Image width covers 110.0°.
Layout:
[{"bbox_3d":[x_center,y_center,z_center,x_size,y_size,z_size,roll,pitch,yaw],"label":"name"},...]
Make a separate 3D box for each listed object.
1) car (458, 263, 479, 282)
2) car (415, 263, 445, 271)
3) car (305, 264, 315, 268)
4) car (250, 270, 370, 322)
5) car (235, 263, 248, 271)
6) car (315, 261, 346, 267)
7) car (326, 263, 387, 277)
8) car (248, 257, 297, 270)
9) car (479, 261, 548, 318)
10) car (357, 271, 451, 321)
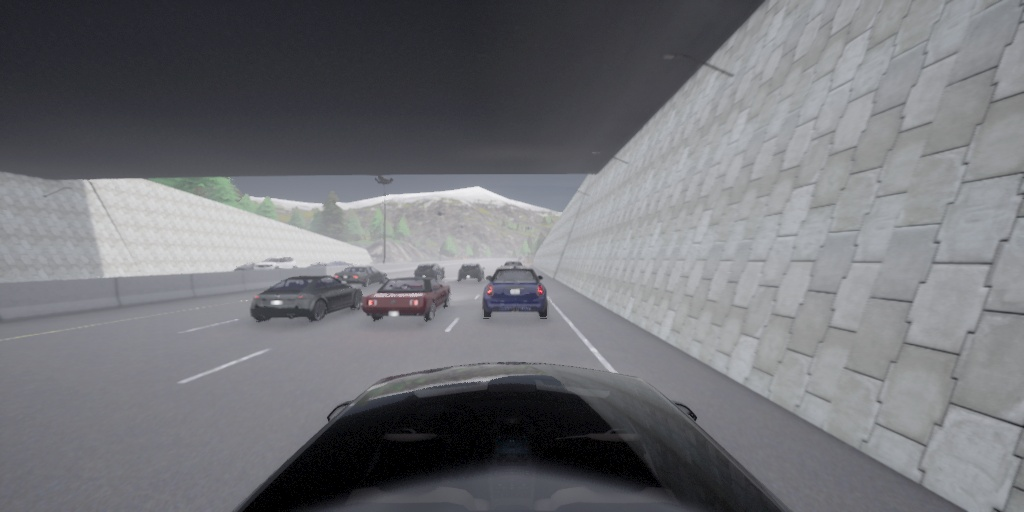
[{"bbox_3d":[-3.391,1.349,30.310,1.837,1.490,4.892,0,0,0],"label":"car"},{"bbox_3d":[-6.890,1.349,30.300,1.837,1.490,4.892,0,0,0],"label":"car"},{"bbox_3d":[-24.558,1.460,45.672,1.994,1.385,4.181,0,0,0],"label":"car"},{"bbox_3d":[-6.903,1.350,12.528,1.994,1.385,4.181,0,0,0],"label":"car"},{"bbox_3d":[-31.556,1.454,43.806,1.994,1.385,4.181,0,0,0],"label":"car"},{"bbox_3d":[-21.068,1.364,43.049,1.882,1.535,5.008,0,0,0],"label":"car"},{"bbox_3d":[-10.395,1.374,24.891,2.033,1.411,5.357,0,0,0],"label":"car"},{"bbox_3d":[-28.068,1.108,42.785,2.150,2.045,5.566,0,0,0],"label":"car"},{"bbox_3d":[0.098,1.140,13.304,2.097,1.767,4.553,0,0,0],"label":"car"},{"bbox_3d":[-3.403,1.387,12.574,1.895,1.301,4.718,0,0,0],"label":"car"}]
